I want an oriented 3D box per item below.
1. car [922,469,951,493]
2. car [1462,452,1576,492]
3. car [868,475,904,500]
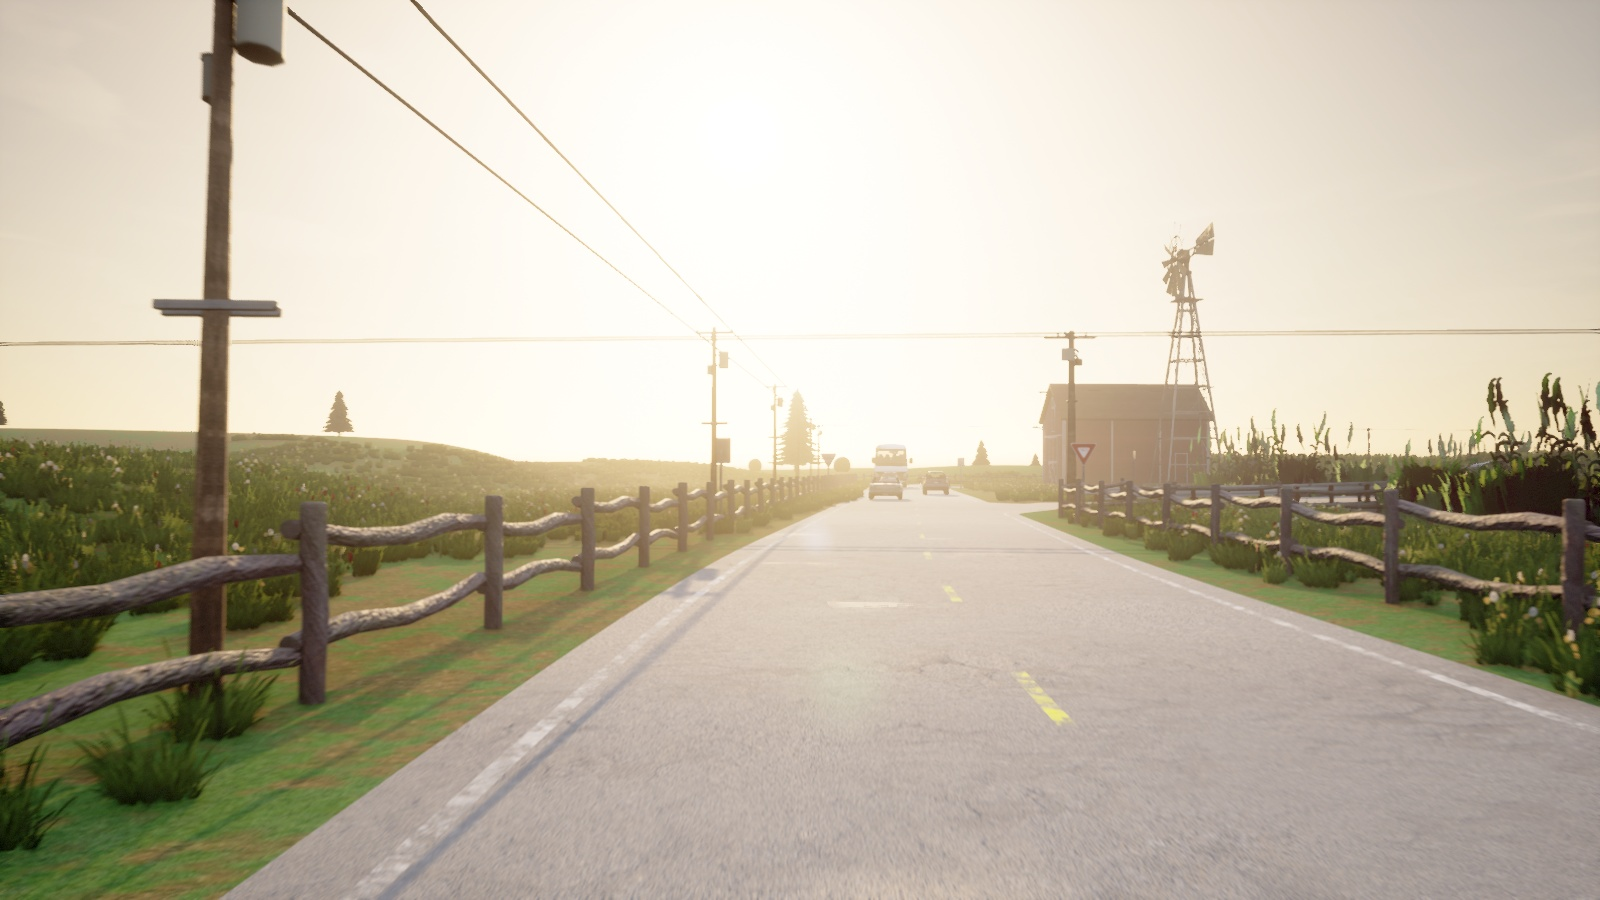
[{"bbox_3d":[9.325,2.121,86.273,1.851,1.617,3.988,0,-1,4],"label":"car"},{"bbox_3d":[30.238,0.930,52.896,3.705,1.549,1.789,-2,-1,7],"label":"car"},{"bbox_3d":[4.840,2.071,70.173,1.895,1.301,4.718,0,-1,5],"label":"car"}]
